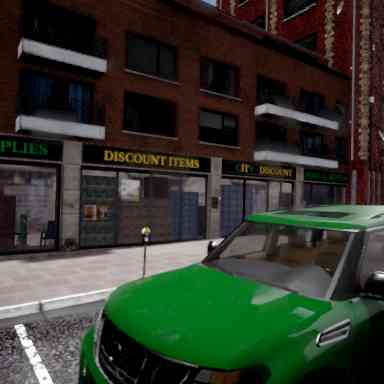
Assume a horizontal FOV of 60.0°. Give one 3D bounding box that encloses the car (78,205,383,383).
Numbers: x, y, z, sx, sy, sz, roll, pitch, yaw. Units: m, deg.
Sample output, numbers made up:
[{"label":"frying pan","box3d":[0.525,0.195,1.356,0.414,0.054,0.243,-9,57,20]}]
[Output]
[{"label":"car","box3d":[1.580,1.224,4.078,5.566,2.045,2.150,0,0,-36]}]
